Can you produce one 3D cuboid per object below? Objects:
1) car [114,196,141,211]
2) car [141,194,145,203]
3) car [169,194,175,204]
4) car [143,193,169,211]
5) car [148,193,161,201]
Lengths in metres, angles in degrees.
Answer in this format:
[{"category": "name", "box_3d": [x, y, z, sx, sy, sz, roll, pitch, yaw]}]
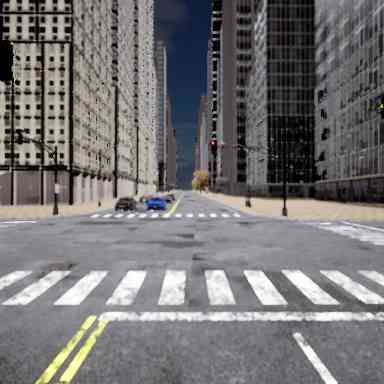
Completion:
[{"category": "car", "box_3d": [-7.125, 1.264, 36.105, 1.837, 1.490, 4.892, 0, 1, -1]}, {"category": "car", "box_3d": [-7.390, 1.132, 53.765, 2.128, 1.511, 4.902, 0, 0, 0]}, {"category": "car", "box_3d": [-4.119, 1.252, 52.151, 1.895, 1.301, 4.718, 0, 0, -1]}, {"category": "car", "box_3d": [-3.892, 1.235, 36.722, 1.882, 1.535, 5.008, 0, 1, -2]}, {"category": "car", "box_3d": [-7.579, 1.038, 67.937, 2.128, 1.511, 4.902, 0, 0, -1]}]
